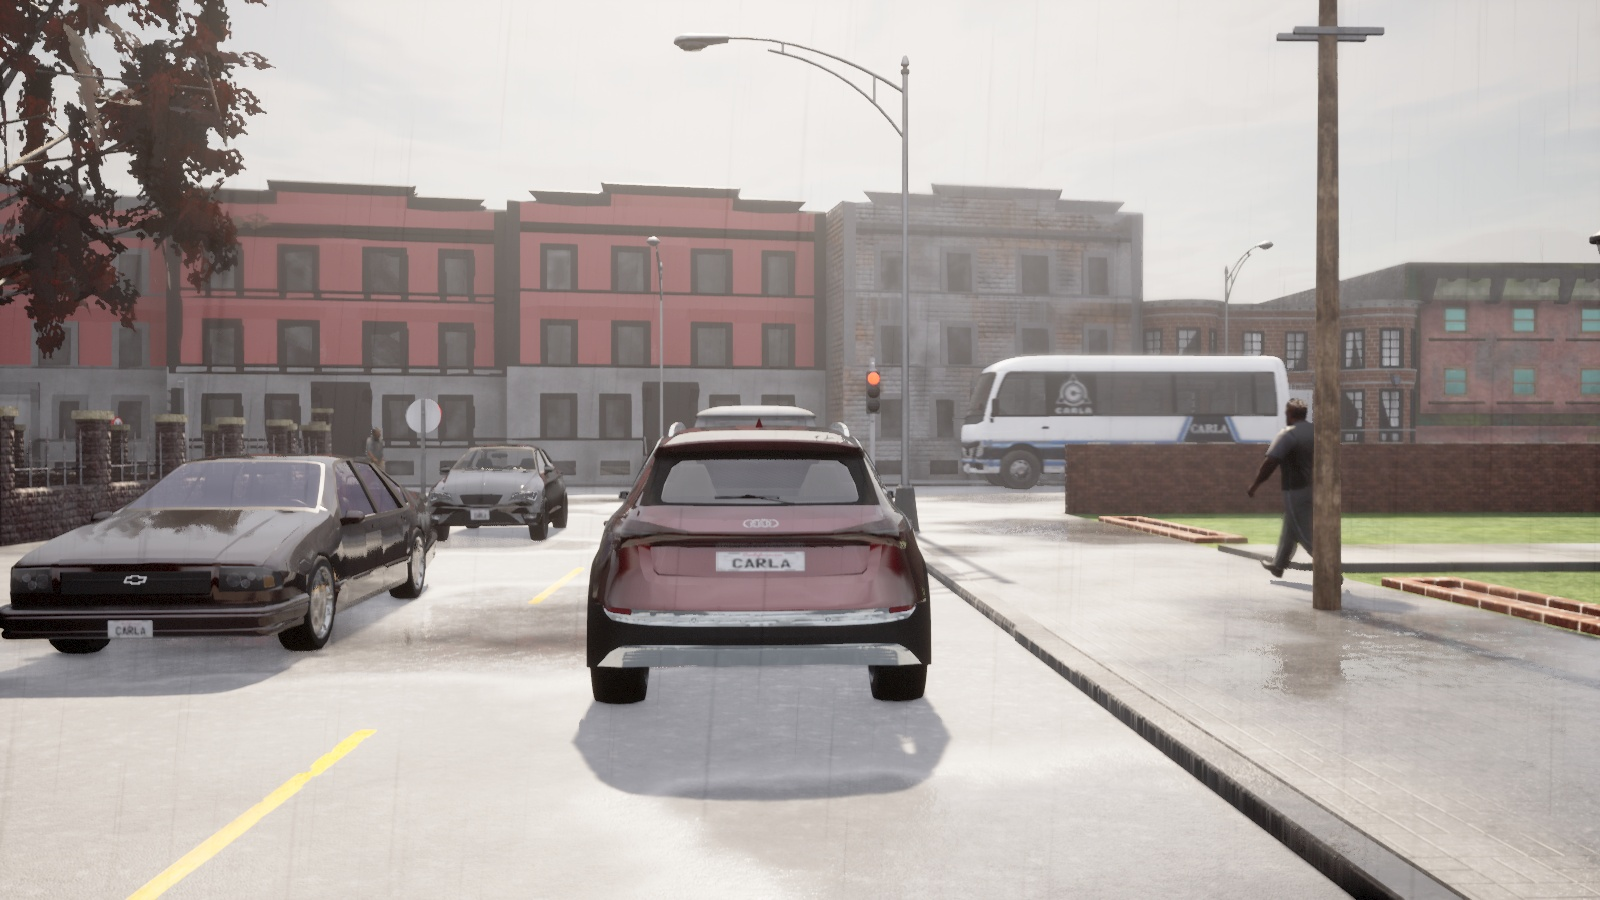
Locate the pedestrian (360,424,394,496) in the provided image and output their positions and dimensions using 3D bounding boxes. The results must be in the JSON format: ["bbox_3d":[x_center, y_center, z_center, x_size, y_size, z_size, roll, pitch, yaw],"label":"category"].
[{"bbox_3d":[-11.040,0.250,32.797,0.694,1.848,0.540,0,0,34],"label":"pedestrian"}]

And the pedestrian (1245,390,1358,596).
[{"bbox_3d":[4.776,0.388,11.990,0.563,1.883,0.849,0,0,-21],"label":"pedestrian"}]

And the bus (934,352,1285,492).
[{"bbox_3d":[9.712,-0.864,40.434,10.273,4.253,3.944,0,0,-2],"label":"bus"}]

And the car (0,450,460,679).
[{"bbox_3d":[-4.451,0.726,10.645,2.033,1.411,5.357,0,0,-4],"label":"car"}]

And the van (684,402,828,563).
[{"bbox_3d":[-0.624,0.392,17.728,1.775,1.987,4.442,0,0,-2],"label":"van"}]

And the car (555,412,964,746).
[{"bbox_3d":[-0.292,0.624,8.664,2.033,1.649,4.856,0,0,-2],"label":"car"}]

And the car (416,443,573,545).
[{"bbox_3d":[-4.825,0.634,20.394,1.816,1.474,4.193,0,0,-4],"label":"car"}]
